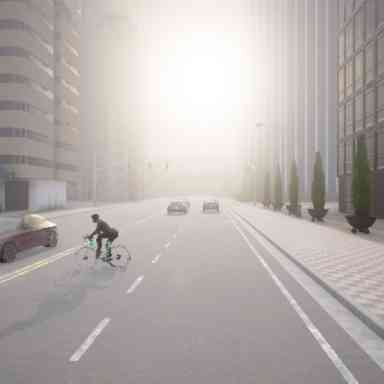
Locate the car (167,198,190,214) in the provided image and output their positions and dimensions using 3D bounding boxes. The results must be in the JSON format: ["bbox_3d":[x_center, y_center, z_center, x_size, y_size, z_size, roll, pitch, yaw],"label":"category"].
[{"bbox_3d":[-1.463,1.564,35.524,1.994,1.385,4.181,0,0,4],"label":"car"}]

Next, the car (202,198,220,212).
[{"bbox_3d":[2.244,1.492,39.236,2.128,1.511,4.902,0,0,4],"label":"car"}]

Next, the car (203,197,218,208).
[{"bbox_3d":[2.773,1.547,49.148,2.033,1.411,5.357,0,0,4],"label":"car"}]

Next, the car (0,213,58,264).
[{"bbox_3d":[-6.502,1.526,11.993,1.812,1.442,4.674,0,0,3],"label":"car"}]

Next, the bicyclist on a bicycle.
[{"bbox_3d":[-2.636,1.455,9.712,1.656,1.620,0.582,-2,0,3],"label":"bicyclist on a bicycle"}]

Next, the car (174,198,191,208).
[{"bbox_3d":[-1.464,1.601,49.335,1.895,1.301,4.718,0,0,-8],"label":"car"}]
